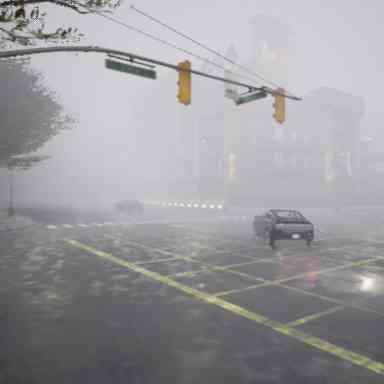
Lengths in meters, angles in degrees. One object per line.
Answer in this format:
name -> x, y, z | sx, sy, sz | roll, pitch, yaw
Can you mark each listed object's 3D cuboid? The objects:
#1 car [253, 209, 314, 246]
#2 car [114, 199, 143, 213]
car -> 4.179, 1.576, 15.851 | 2.128, 1.511, 4.902 | 1, 0, -1
car -> -7.292, 1.615, 38.121 | 1.837, 1.490, 4.892 | 1, 0, -36
